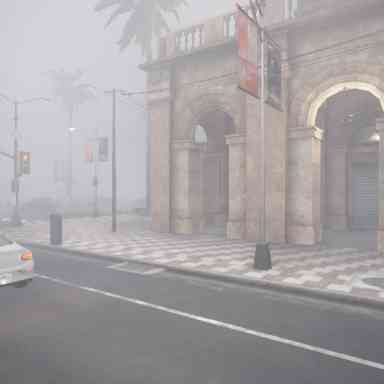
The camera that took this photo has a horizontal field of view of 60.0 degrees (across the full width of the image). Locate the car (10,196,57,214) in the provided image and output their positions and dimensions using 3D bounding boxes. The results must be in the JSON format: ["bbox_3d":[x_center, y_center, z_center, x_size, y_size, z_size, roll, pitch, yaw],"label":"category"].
[{"bbox_3d":[-16.882,1.352,35.529,2.097,1.767,4.553,0,0,36],"label":"car"}]

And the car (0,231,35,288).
[{"bbox_3d":[-5.584,1.526,7.930,4.674,1.442,1.812,0,0,36],"label":"car"}]

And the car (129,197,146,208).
[{"bbox_3d":[-7.165,1.506,49.117,1.837,1.490,4.892,0,0,36],"label":"car"}]

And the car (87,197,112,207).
[{"bbox_3d":[-13.884,1.513,51.058,2.161,1.482,4.786,0,0,35],"label":"car"}]
